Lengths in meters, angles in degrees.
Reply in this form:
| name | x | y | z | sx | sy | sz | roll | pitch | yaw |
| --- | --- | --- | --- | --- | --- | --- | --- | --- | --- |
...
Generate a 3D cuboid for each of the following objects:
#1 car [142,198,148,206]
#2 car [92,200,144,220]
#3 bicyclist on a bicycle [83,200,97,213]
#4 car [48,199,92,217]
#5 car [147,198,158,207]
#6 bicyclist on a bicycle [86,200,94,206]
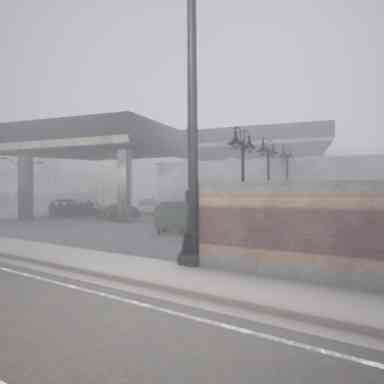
| name | x | y | z | sx | sy | sz | roll | pitch | yaw |
| --- | --- | --- | --- | --- | --- | --- | --- | --- | --- |
| car | -7.618 | 1.889 | 60.602 | 1.837 | 1.490 | 4.892 | -1 | 0 | 36 |
| car | -6.633 | 1.667 | 30.030 | 1.970 | 1.475 | 3.806 | -1 | 0 | 37 |
| bicyclist on a bicycle | -12.629 | 1.770 | 41.209 | 1.656 | 1.620 | 0.582 | -1 | 0 | 18 |
| car | -11.709 | 1.559 | 32.831 | 2.242 | 1.667 | 4.611 | -1 | 0 | 37 |
| car | -4.802 | 1.898 | 58.522 | 2.033 | 1.411 | 5.357 | -1 | 0 | 36 |
| bicyclist on a bicycle | -12.578 | 1.703 | 40.491 | 0.582 | 1.620 | 1.656 | 1 | -10 | -36 |
